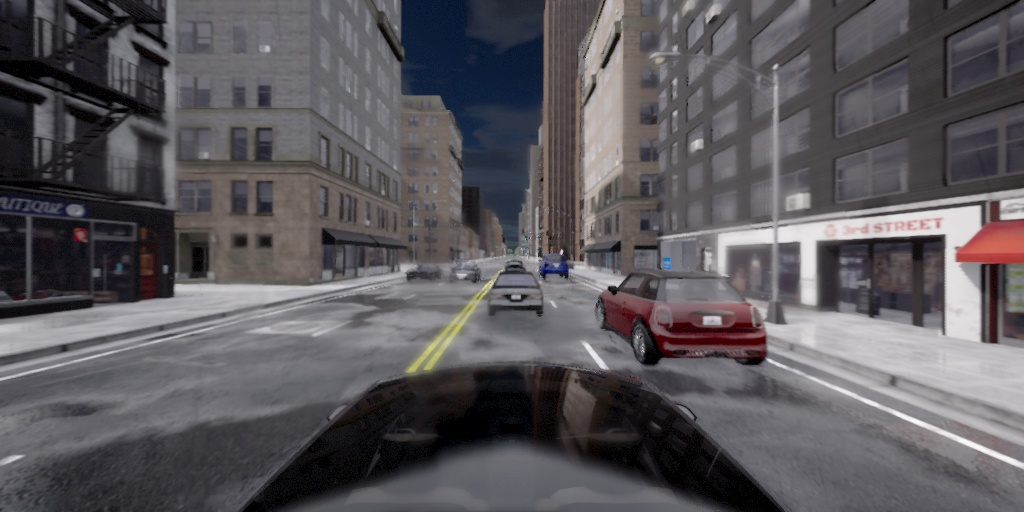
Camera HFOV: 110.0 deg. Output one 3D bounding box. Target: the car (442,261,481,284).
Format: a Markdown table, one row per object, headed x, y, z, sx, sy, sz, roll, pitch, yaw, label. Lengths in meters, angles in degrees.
| x | y | z | sx | sy | sz | roll | pitch | yaw | label |
| --- | --- | --- | --- | --- | --- | --- | --- | --- | --- |
| -3.221 | 1.140 | 25.442 | 2.128 | 1.511 | 4.902 | 0 | 0 | 0 | car |

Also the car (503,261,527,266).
| x | y | z | sx | sy | sz | roll | pitch | yaw | label |
| --- | --- | --- | --- | --- | --- | --- | --- | --- | --- |
| 0.258 | 1.139 | 31.555 | 1.837 | 1.490 | 4.892 | 0 | 0 | 0 | car |

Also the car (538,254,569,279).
| x | y | z | sx | sy | sz | roll | pitch | yaw | label |
| --- | --- | --- | --- | --- | --- | --- | --- | --- | --- |
| 3.504 | 0.867 | 30.724 | 2.150 | 2.045 | 5.566 | 0 | 0 | 0 | car |

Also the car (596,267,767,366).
| x | y | z | sx | sy | sz | roll | pitch | yaw | label |
| --- | --- | --- | --- | --- | --- | --- | --- | --- | --- |
| 3.354 | 1.085 | 8.094 | 2.097 | 1.767 | 4.553 | 0 | 0 | 1 | car |

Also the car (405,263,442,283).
| x | y | z | sx | sy | sz | roll | pitch | yaw | label |
| --- | --- | --- | --- | --- | --- | --- | --- | --- | --- |
| -6.463 | 1.235 | 26.948 | 1.895 | 1.301 | 4.718 | 0 | 0 | 0 | car |

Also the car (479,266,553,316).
| x | y | z | sx | sy | sz | roll | pitch | yaw | label |
| --- | --- | --- | --- | --- | --- | --- | --- | --- | --- |
| 0.149 | 1.253 | 13.134 | 2.033 | 1.411 | 5.357 | 0 | 0 | 1 | car |
